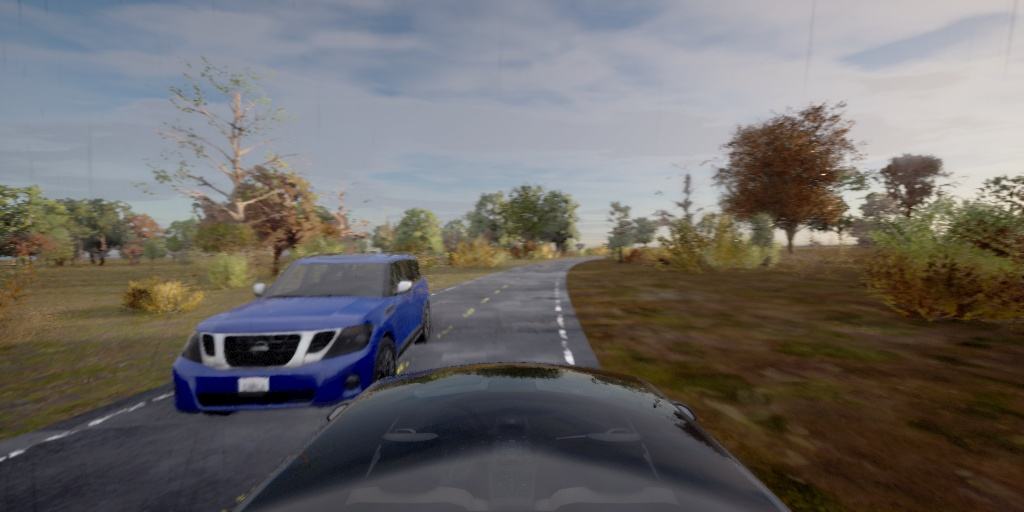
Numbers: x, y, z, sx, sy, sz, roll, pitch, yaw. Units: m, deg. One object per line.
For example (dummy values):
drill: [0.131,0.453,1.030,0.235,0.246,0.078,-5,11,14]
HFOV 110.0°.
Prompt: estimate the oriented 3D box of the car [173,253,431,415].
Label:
car: [-2.860,0.966,6.459,2.150,2.045,5.566,-1,0,-4]
